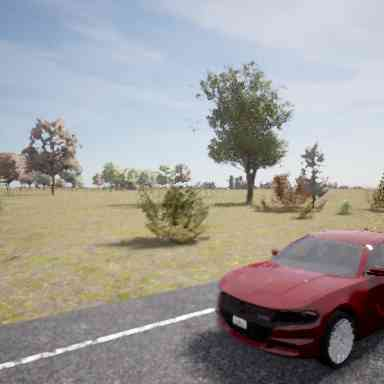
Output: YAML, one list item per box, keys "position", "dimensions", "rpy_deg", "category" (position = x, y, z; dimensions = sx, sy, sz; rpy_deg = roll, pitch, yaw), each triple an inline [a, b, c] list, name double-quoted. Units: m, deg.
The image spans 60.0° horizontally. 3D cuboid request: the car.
- position: [2.670, 1.454, 5.896]
  dimensions: [5.008, 1.535, 1.882]
  rpy_deg: [0, 0, -36]
  category: "car"
